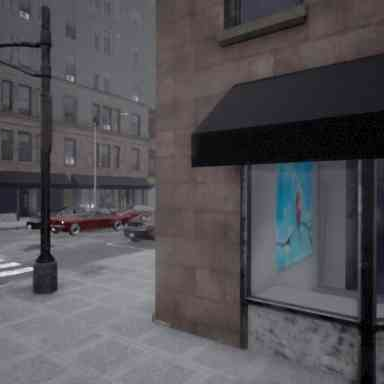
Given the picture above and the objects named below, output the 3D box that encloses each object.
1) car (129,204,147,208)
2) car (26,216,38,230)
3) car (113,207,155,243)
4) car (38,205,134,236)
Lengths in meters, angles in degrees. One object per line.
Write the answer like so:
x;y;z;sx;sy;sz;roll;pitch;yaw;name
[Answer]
-4.503;1.577;24.966;1.802;1.307;4.206;0;0;35;car
-7.795;1.557;20.335;1.947;1.339;4.313;0;0;35;car
-1.253;1.570;15.686;2.008;1.369;4.403;0;0;35;car
-5.797;1.601;18.767;1.895;1.301;4.718;0;0;35;car
